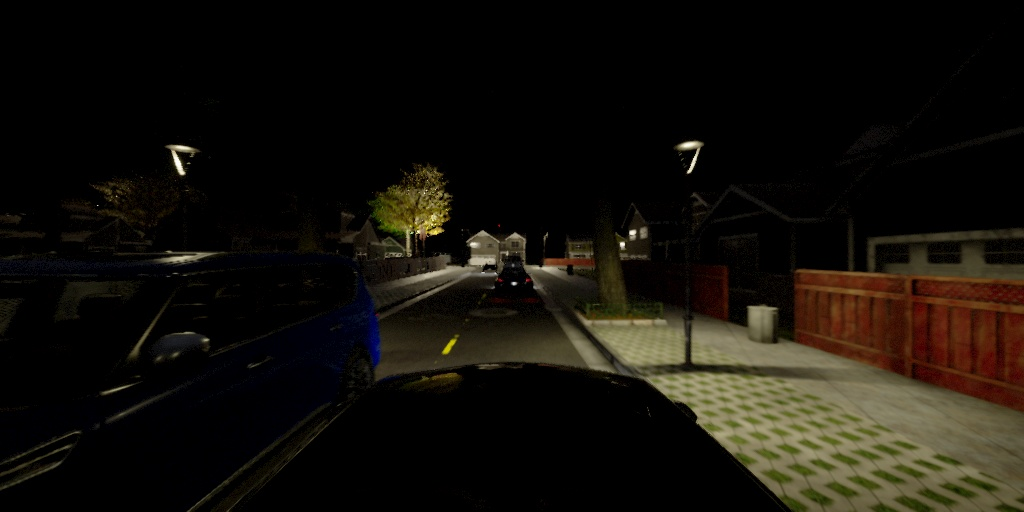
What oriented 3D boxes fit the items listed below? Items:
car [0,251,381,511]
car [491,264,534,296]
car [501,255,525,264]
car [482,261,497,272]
[{"bbox_3d":[-2.852,0.971,2.694,2.150,2.045,5.566,0,0,0],"label":"car"},{"bbox_3d":[0.103,1.293,19.221,1.994,1.385,4.181,0,0,0],"label":"car"},{"bbox_3d":[0.104,0.927,36.616,2.150,2.045,5.566,0,0,0],"label":"car"},{"bbox_3d":[-2.745,1.346,45.916,1.895,1.301,4.718,0,0,0],"label":"car"}]
